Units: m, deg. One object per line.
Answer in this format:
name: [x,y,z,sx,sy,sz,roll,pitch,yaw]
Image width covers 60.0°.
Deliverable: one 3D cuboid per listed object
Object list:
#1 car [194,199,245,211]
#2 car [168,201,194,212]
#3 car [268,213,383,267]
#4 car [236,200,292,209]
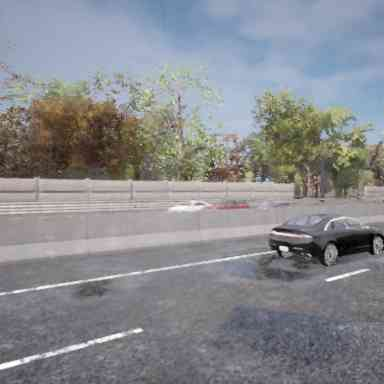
car: [2.803,1.360,27.392,4.553,1.767,2.097,0,0,-35]
car: [0.093,1.534,29.768,4.674,1.442,1.812,0,0,-35]
car: [4.749,1.496,11.436,4.902,1.511,2.128,0,0,-35]
car: [6.252,1.557,25.530,5.357,1.411,2.033,0,0,-35]
